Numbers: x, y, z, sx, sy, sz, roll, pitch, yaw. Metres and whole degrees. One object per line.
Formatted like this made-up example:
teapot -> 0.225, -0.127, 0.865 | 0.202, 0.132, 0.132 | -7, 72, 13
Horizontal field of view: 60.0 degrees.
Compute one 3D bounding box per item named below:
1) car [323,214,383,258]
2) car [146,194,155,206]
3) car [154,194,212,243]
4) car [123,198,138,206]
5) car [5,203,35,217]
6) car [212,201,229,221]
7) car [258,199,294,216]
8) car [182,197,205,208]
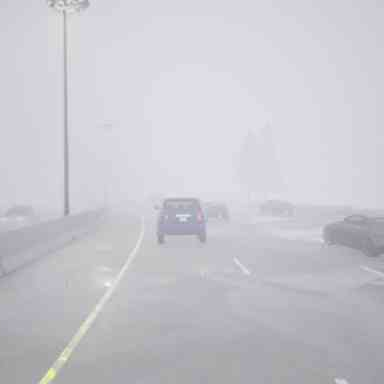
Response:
car -> 6.695, 1.501, 12.584 | 1.994, 1.385, 4.181 | 0, 0, -5
car -> -6.608, 1.338, 58.926 | 2.150, 2.045, 5.566 | 0, 0, -22
car -> -0.657, 1.241, 16.490 | 2.150, 2.045, 5.566 | 0, 0, -6
car -> -11.295, 1.716, 60.674 | 2.033, 1.411, 5.357 | -1, 0, -22
car -> -18.056, 1.890, 35.107 | 1.895, 1.301, 4.718 | -1, 0, -13
car -> 1.575, 1.509, 26.854 | 1.837, 1.490, 4.892 | 1, 0, -10
car -> 7.803, 1.444, 31.423 | 1.837, 1.490, 4.892 | 0, -1, -11
car -> 0.151, 1.528, 49.144 | 2.128, 1.511, 4.902 | 0, 0, -17
